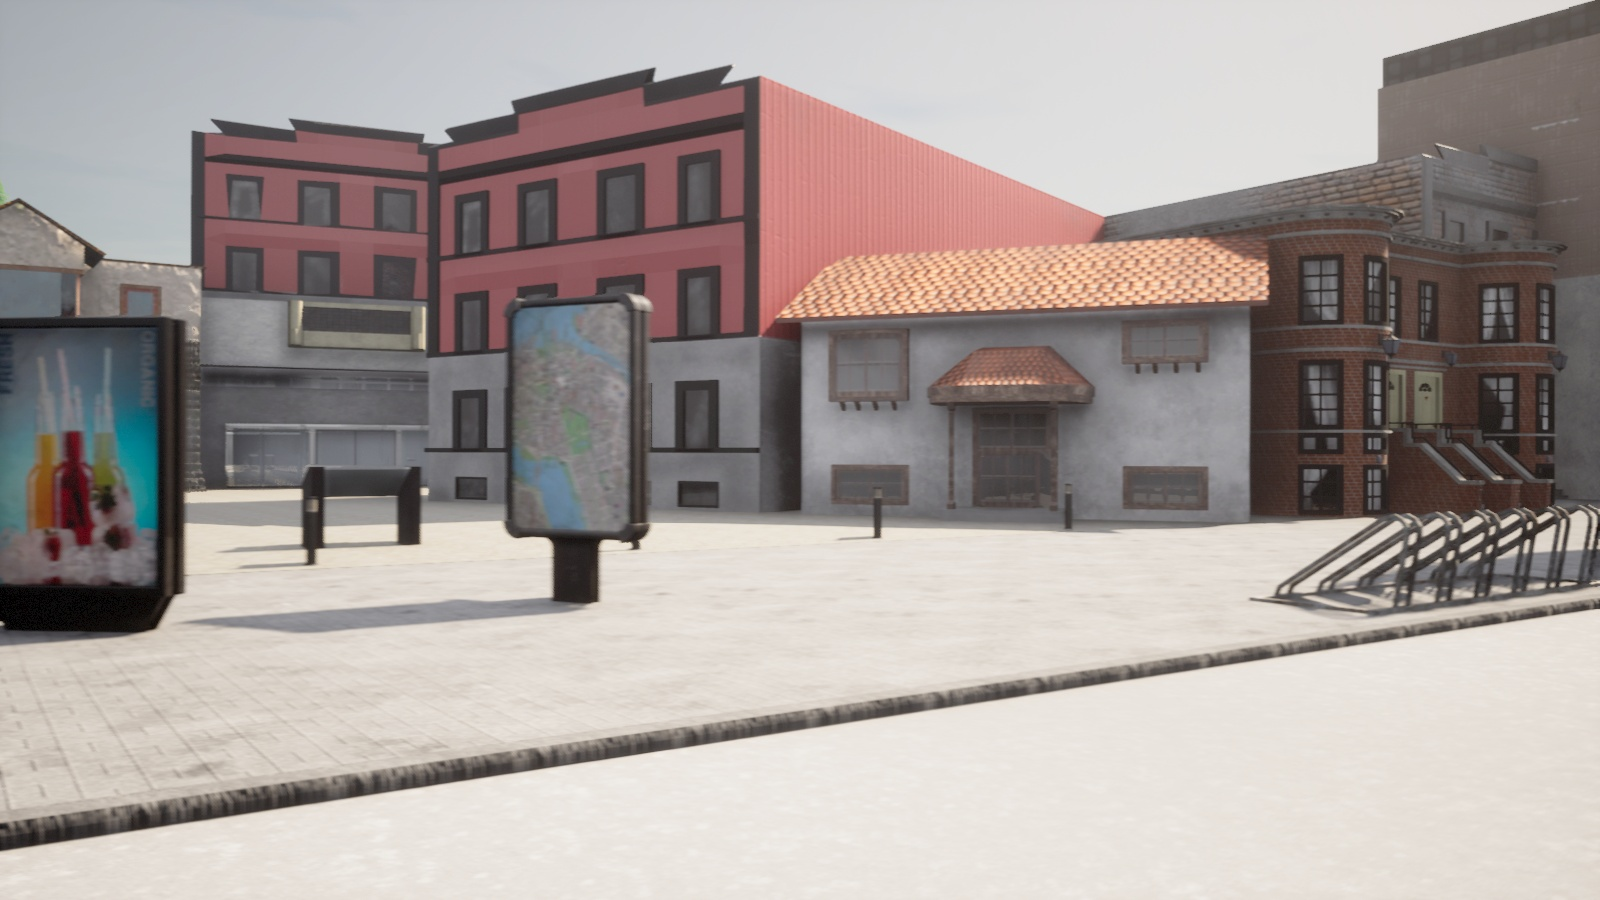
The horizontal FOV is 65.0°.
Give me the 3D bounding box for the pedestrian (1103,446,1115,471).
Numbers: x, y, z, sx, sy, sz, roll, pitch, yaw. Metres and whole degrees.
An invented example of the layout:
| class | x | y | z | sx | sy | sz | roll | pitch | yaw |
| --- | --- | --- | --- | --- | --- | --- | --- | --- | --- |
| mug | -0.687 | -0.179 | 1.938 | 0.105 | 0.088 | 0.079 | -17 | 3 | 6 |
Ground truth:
| class | x | y | z | sx | sy | sz | roll | pitch | yaw |
| --- | --- | --- | --- | --- | --- | --- | --- | --- | --- |
| pedestrian | 23.063 | 0.635 | 93.750 | 0.328 | 1.805 | 0.869 | 0 | 0 | -35 |
